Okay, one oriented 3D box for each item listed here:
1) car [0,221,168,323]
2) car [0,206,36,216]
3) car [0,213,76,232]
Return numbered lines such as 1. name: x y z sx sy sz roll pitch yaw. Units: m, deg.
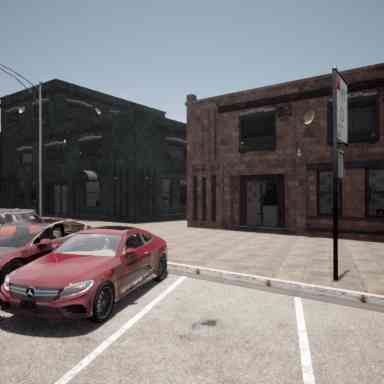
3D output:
1. car: -1.940 1.527 7.450 2.002 1.452 4.674 1 -1 15
2. car: -6.826 1.366 10.953 2.185 1.767 4.553 1 -1 15
3. car: -4.398 1.518 9.156 2.163 1.488 4.792 1 -1 15
